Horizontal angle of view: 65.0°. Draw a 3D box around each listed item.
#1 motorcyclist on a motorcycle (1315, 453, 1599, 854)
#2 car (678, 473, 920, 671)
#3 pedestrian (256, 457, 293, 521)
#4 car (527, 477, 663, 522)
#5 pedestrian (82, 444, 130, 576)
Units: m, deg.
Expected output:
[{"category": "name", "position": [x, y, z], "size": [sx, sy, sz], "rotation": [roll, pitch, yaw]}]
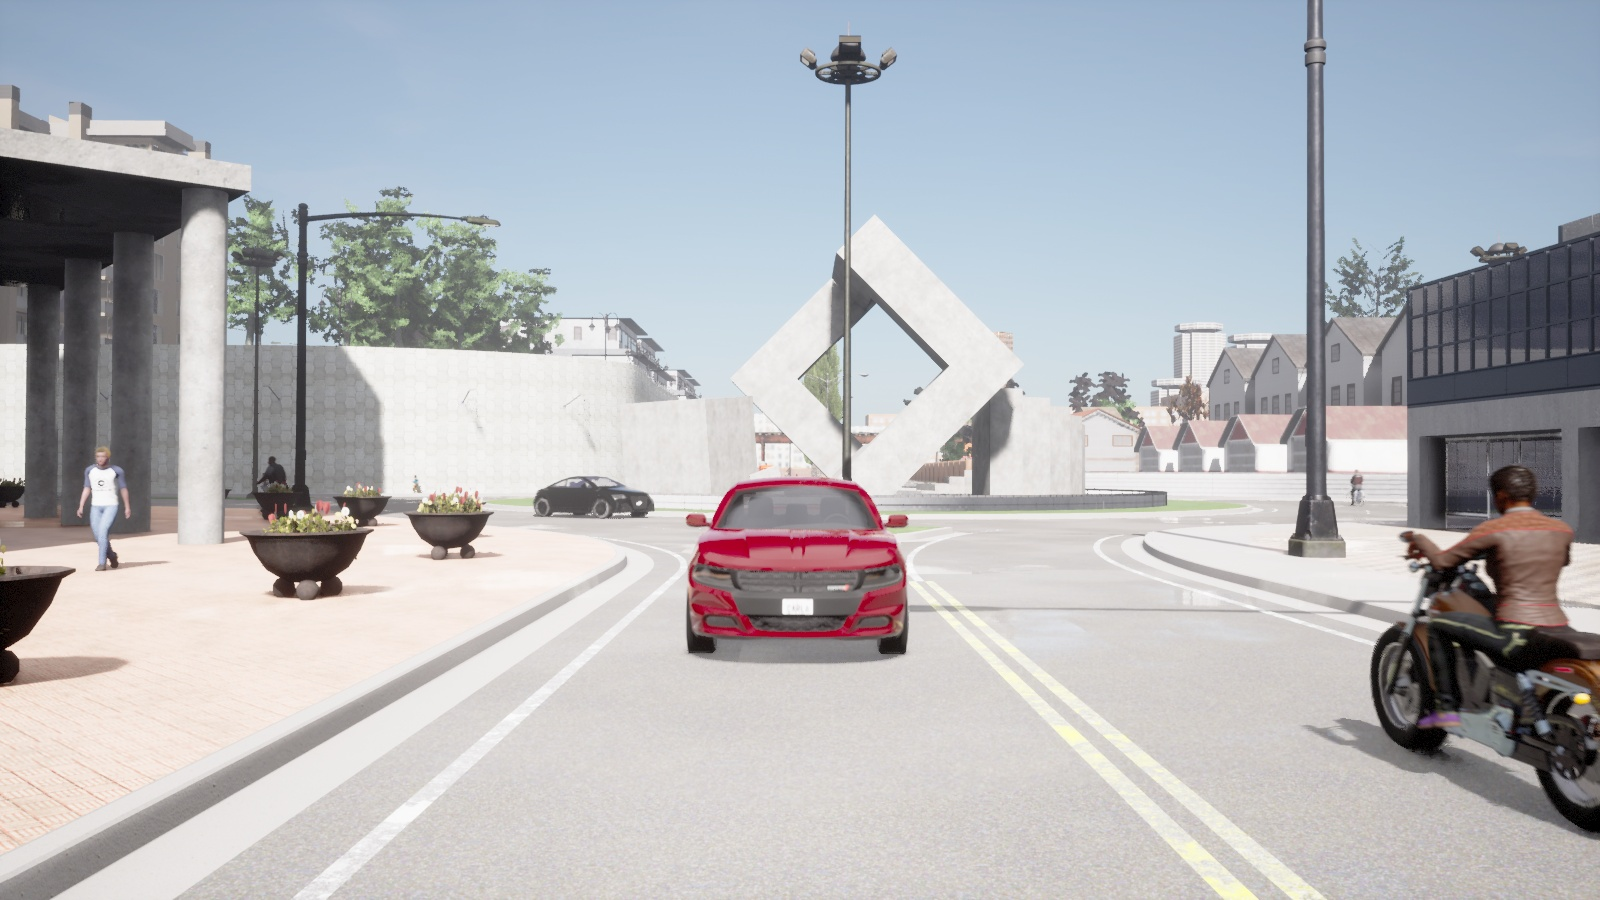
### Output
[{"category": "motorcyclist on a motorcycle", "position": [3.484, 0.858, 6.359], "size": [0.766, 1.649, 2.350], "rotation": [0, -1, 0]}, {"category": "car", "position": [-0.023, 0.999, 12.321], "size": [1.882, 1.535, 5.008], "rotation": [0, -1, 0]}, {"category": "pedestrian", "position": [-15.583, 1.159, 37.236], "size": [0.849, 1.883, 0.563], "rotation": [0, -1, 5]}, {"category": "car", "position": [-6.781, 1.600, 41.434], "size": [4.181, 1.385, 1.994], "rotation": [-1, -1, 33]}, {"category": "pedestrian", "position": [-9.798, 0.836, 17.750], "size": [0.354, 1.836, 0.706], "rotation": [0, -1, -7]}]
